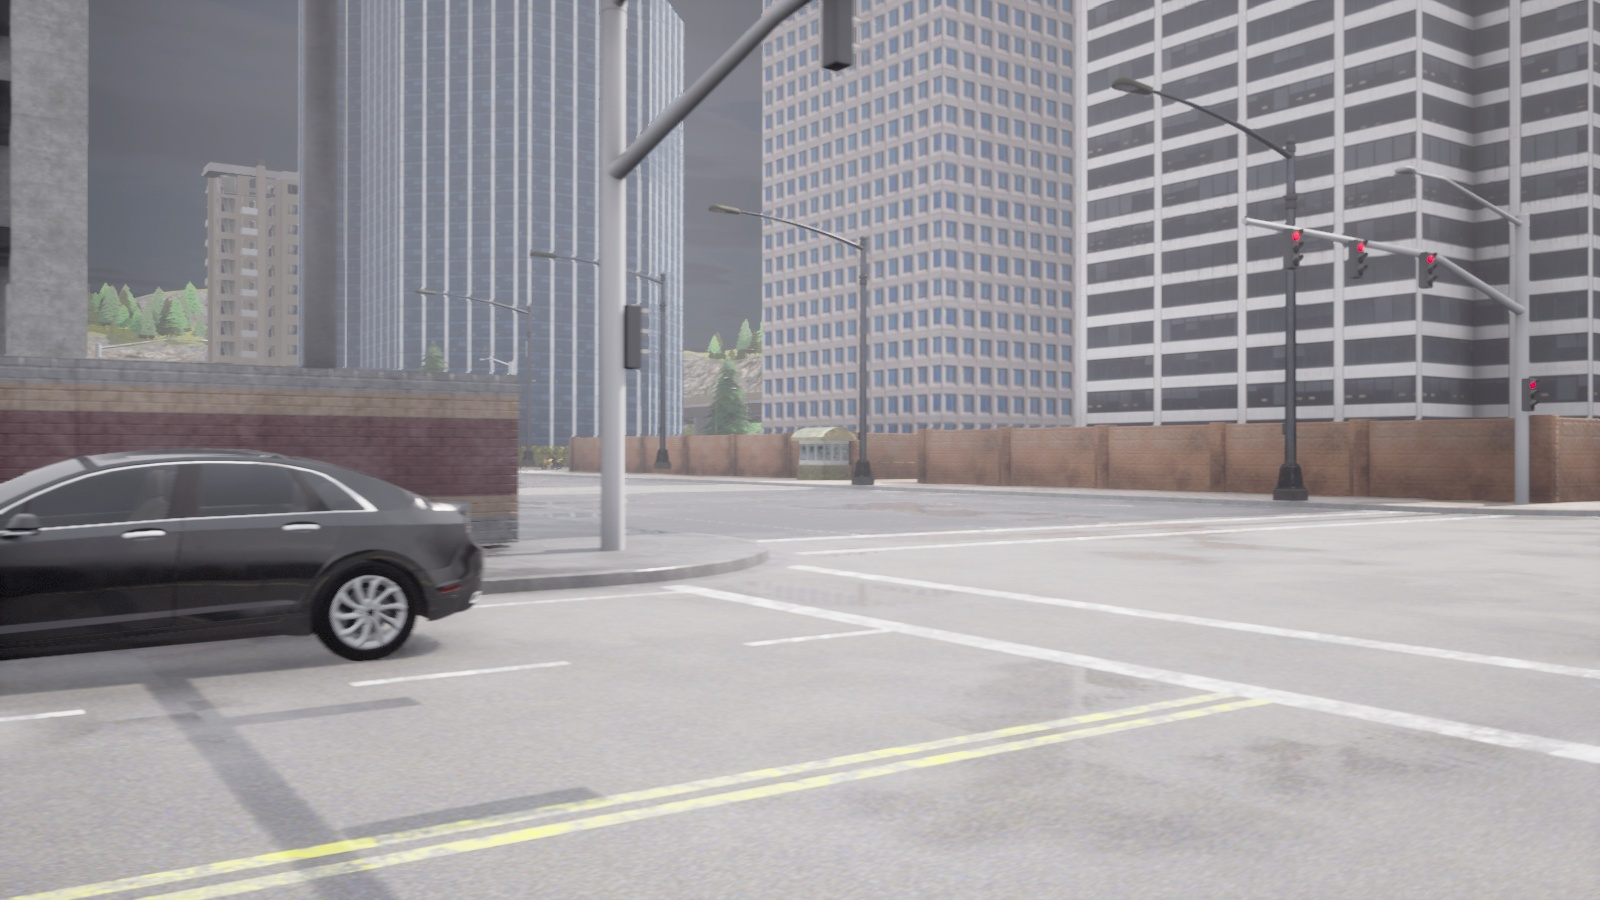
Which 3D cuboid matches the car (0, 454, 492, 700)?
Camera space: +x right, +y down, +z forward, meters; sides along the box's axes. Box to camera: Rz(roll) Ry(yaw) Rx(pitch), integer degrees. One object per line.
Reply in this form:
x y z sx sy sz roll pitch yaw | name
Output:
-4.845 0.781 8.791 4.892 1.490 1.837 0 0 -35 | car
